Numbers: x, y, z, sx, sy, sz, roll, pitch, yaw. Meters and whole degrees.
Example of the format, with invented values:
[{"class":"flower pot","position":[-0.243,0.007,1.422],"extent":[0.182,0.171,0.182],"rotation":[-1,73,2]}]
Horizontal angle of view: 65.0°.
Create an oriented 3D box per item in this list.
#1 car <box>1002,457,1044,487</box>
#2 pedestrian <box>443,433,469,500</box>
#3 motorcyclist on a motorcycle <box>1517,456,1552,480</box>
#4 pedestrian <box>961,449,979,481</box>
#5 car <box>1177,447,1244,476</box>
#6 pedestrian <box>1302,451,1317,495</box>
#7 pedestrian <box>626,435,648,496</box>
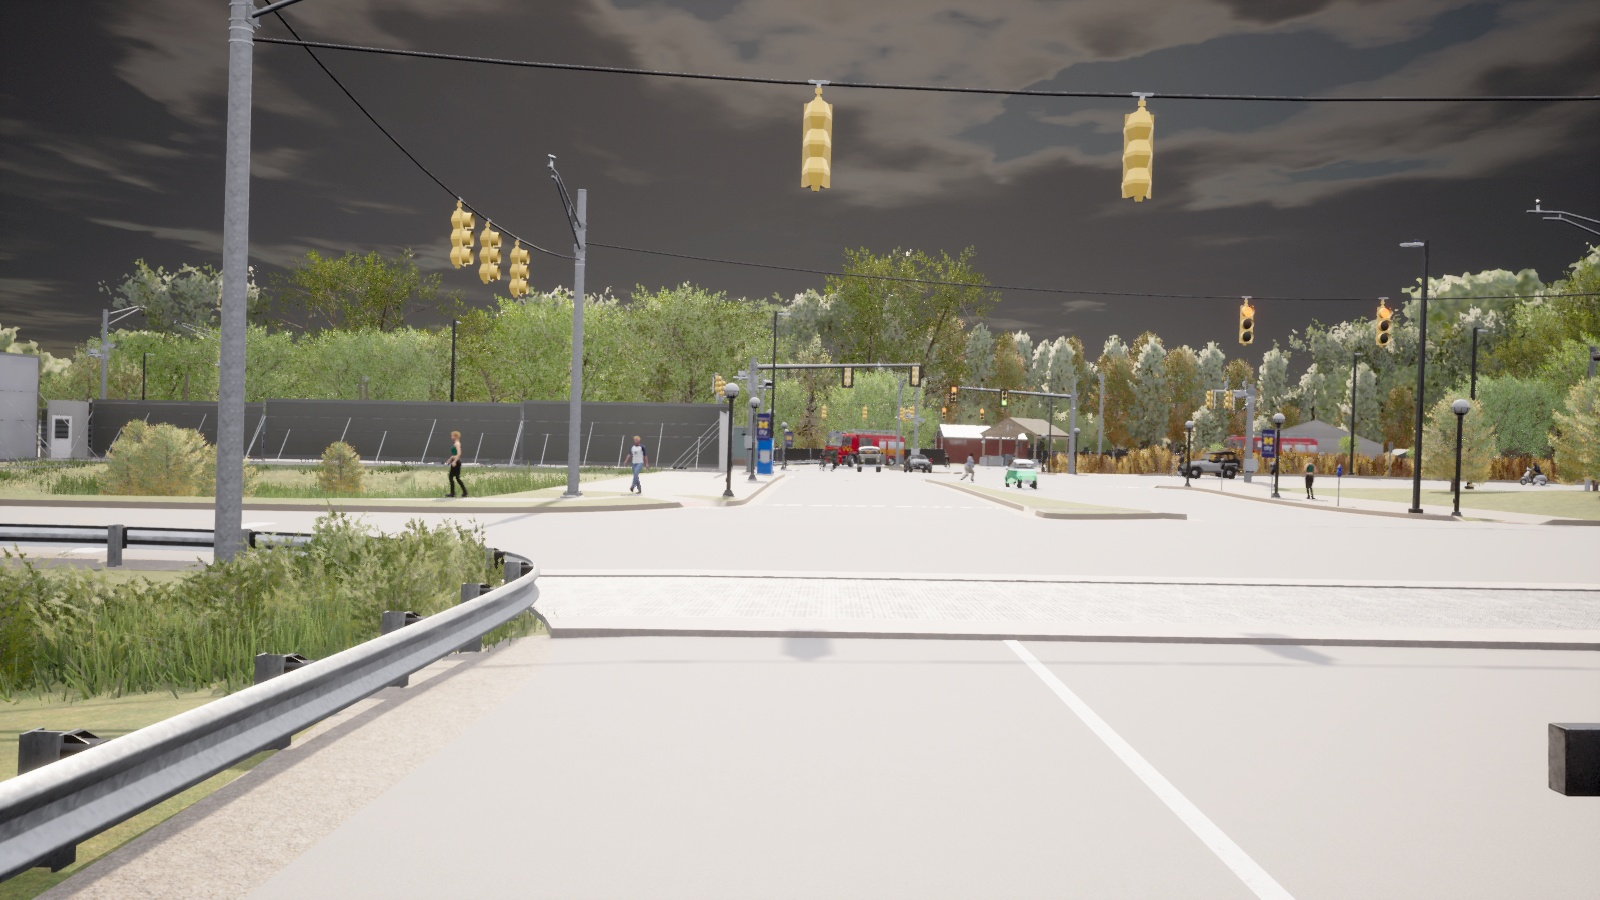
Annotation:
[{"class":"car","position":[10.754,1.060,60.625],"extent":[1.481,1.376,2.207],"rotation":[1,1,-3]},{"class":"pedestrian","position":[-9.456,0.453,34.515],"extent":[0.594,1.836,0.345],"rotation":[1,1,-8]},{"class":"motorcyclist on a motorcycle","position":[49.391,1.196,84.449],"extent":[1.817,1.590,0.866],"rotation":[1,1,1]},{"class":"pedestrian","position":[9.941,0.888,73.499],"extent":[0.900,1.855,0.874],"rotation":[1,1,3]},{"class":"car","position":[27.681,0.773,84.730],"extent":[3.866,1.878,1.905],"rotation":[0,1,0]},{"class":"pedestrian","position":[21.557,0.987,53.125],"extent":[0.345,1.836,0.594],"rotation":[1,1,1]},{"class":"pedestrian","position":[-5.003,0.462,38.556],"extent":[0.354,1.836,0.706],"rotation":[2,1,20]}]
